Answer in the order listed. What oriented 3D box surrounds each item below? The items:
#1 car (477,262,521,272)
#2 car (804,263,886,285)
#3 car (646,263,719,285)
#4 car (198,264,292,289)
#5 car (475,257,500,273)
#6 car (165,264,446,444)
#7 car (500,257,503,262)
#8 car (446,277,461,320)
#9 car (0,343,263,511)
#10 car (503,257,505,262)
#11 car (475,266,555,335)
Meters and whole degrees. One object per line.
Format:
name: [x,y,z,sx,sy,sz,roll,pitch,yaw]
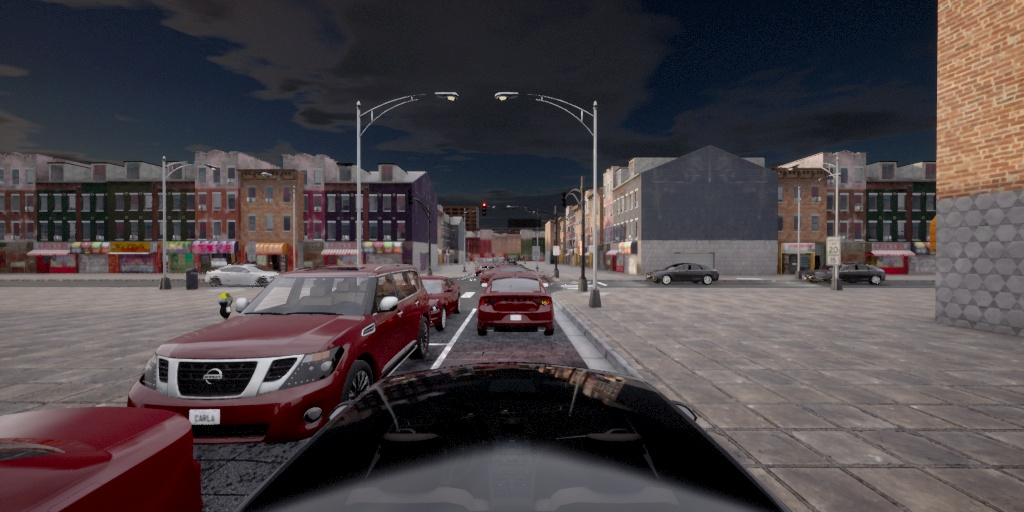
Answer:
car: [0.317,1.278,22.883,4.674,1.442,1.812,0,0,0]
car: [23.875,1.280,25.798,4.892,1.490,1.837,0,0,0]
car: [12.210,1.264,25.812,4.892,1.490,1.837,0,0,0]
car: [-16.910,1.274,22.892,4.674,1.442,1.812,0,0,0]
car: [-2.665,1.072,37.441,2.192,1.841,5.009,0,0,0]
car: [-2.641,1.064,5.598,2.192,1.841,5.009,0,0,0]
car: [-2.673,1.081,48.295,2.192,1.841,5.009,0,0,0]
car: [-2.645,1.294,11.032,1.888,1.381,4.507,0,0,0]
car: [-2.638,1.295,0.164,1.888,1.381,4.507,0,0,0]
car: [-2.684,1.337,64.575,2.007,1.370,4.403,0,0,0]
car: [0.090,1.227,10.496,1.882,1.535,5.008,0,0,0]
